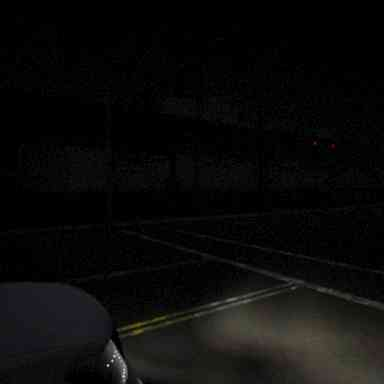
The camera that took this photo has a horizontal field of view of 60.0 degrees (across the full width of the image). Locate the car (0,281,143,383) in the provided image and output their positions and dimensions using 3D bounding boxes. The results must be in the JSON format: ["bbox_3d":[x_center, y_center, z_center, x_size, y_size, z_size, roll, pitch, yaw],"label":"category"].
[{"bbox_3d":[-3.014,1.241,1.627,5.566,2.045,2.150,-1,0,-35],"label":"car"}]
